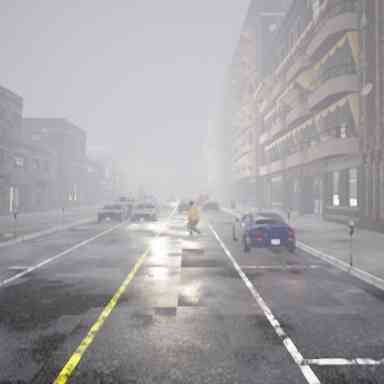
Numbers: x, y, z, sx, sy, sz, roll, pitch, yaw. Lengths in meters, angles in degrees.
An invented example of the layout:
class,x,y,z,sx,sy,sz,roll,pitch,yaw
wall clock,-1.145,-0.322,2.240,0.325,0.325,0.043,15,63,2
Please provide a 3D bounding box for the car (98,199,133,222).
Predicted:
class,x,y,z,sx,sy,sz,roll,pitch,yaw
car,-6.074,1.532,26.103,1.947,1.339,4.313,1,0,-1

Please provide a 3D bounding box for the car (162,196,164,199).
class,x,y,z,sx,sy,sz,roll,pitch,yaw
car,-6.989,1.426,88.482,1.752,1.417,4.829,1,0,-1

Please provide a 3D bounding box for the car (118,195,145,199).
class,x,y,z,sx,sy,sz,roll,pitch,yaw
car,-6.155,1.274,31.789,2.192,1.841,5.009,1,0,-1

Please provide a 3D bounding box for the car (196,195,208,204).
class,x,y,z,sx,sy,sz,roll,pitch,yaw
car,1.788,1.367,60.407,1.967,1.590,4.097,1,0,-1

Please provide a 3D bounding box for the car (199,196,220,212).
class,x,y,z,sx,sy,sz,roll,pitch,yaw
car,2.132,1.497,37.663,1.887,1.381,4.507,1,0,-1

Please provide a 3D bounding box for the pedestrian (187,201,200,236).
class,x,y,z,sx,sy,sz,roll,pitch,yaw
pedestrian,0.079,1.272,16.366,0.375,1.860,0.375,1,-1,-1

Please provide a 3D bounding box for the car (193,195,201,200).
class,x,y,z,sx,sy,sz,roll,pitch,yaw
car,1.353,1.452,88.837,2.008,1.369,4.403,1,0,-1

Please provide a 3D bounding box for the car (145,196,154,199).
class,x,y,z,sx,sy,sz,roll,pitch,yaw
car,-6.341,1.527,43.162,1.802,1.307,4.206,1,0,-1

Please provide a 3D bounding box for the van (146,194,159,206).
class,x,y,z,sx,sy,sz,roll,pitch,yaw
van,-6.472,1.274,54.534,1.690,1.788,3.998,1,0,-1

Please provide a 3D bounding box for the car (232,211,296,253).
class,x,y,z,sx,sy,sz,roll,pitch,yaw
car,2.795,1.508,13.554,1.812,1.442,4.674,0,0,-1

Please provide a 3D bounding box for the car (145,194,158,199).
class,x,y,z,sx,sy,sz,roll,pitch,yaw
car,-6.402,1.254,48.848,2.192,1.841,5.009,1,0,-1

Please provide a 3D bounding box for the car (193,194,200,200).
class,x,y,z,sx,sy,sz,roll,pitch,yaw
car,1.265,1.422,94.692,1.752,1.417,4.829,1,0,-1

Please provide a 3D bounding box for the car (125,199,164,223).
class,x,y,z,sx,sy,sz,roll,pitch,yaw
car,-3.488,1.514,25.613,2.033,1.411,5.357,0,0,-1

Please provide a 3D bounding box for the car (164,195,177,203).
class,x,y,z,sx,sy,sz,roll,pitch,yaw
car,-4.027,1.437,65.985,1.837,1.490,4.892,0,0,0

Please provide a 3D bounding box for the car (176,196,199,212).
class,x,y,z,sx,sy,sz,roll,pitch,yaw
car,-0.496,1.516,37.602,1.994,1.385,4.181,0,0,-1

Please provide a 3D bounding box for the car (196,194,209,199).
class,x,y,z,sx,sy,sz,roll,pitch,yaw
car,1.876,1.247,54.721,2.192,1.841,5.009,1,0,-1
